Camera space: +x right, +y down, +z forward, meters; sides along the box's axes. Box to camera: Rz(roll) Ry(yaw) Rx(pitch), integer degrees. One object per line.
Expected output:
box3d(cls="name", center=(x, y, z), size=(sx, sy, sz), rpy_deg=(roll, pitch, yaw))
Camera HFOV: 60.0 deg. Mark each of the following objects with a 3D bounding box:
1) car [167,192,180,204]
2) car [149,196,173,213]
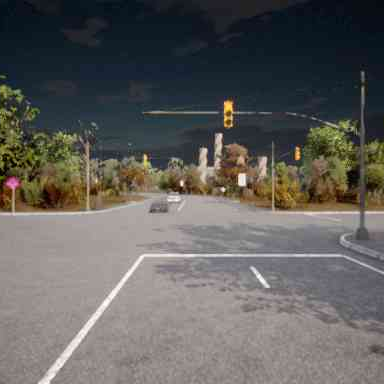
box3d(cls="car", center=(-3.290, 1.082, 60.882), size=(2.150, 2.045, 5.566), rpy_deg=(0, 1, 0))
box3d(cls="car", center=(-3.379, 1.482, 35.341), size=(1.837, 1.490, 4.892), rpy_deg=(0, 0, 0))
